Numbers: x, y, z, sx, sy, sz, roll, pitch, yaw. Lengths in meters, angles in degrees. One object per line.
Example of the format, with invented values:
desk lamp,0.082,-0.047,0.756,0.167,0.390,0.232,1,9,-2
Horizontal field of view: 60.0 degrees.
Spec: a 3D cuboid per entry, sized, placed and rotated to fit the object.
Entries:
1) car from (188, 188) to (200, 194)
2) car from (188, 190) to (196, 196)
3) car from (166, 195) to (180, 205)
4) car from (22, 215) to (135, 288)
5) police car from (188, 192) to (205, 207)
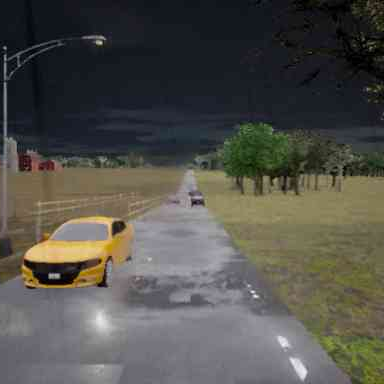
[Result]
car,0.814,0.656,62.566,2.150,2.045,5.566,0,2,0
car,-0.014,0.243,81.882,1.895,1.301,4.718,0,2,0
car,-2.832,1.180,50.444,1.882,1.535,5.008,0,1,0
car,-2.851,1.466,9.384,1.882,1.535,5.008,0,0,0
police car,0.817,1.188,46.659,1.930,1.638,5.238,0,1,0
